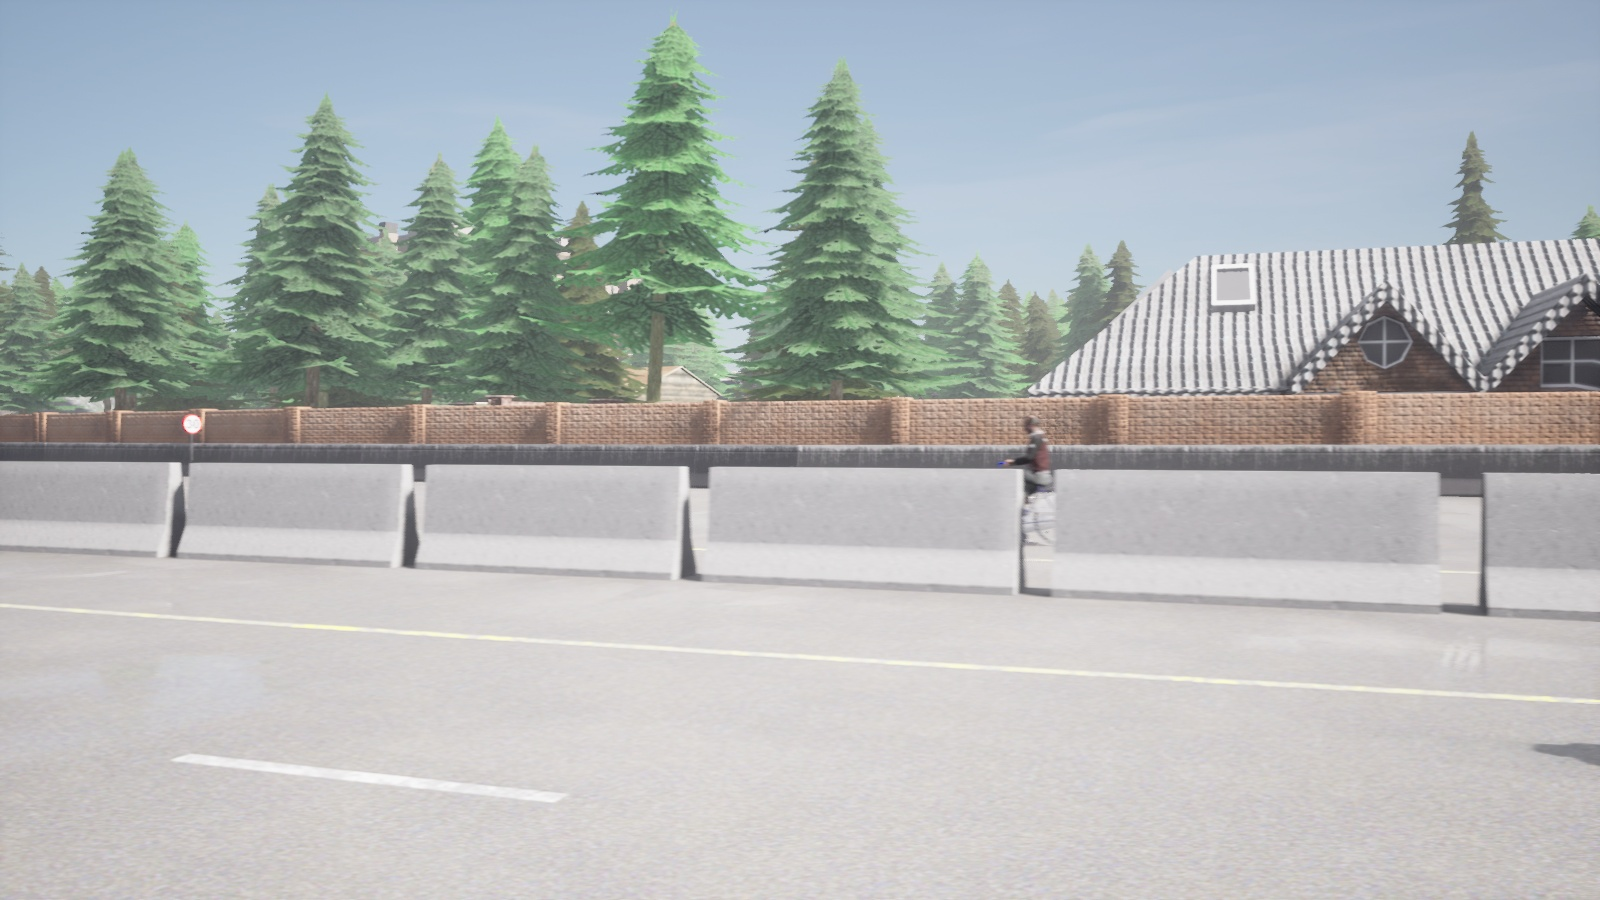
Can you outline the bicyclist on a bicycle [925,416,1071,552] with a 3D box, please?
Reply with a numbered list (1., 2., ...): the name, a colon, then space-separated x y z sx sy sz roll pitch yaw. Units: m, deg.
1. bicyclist on a bicycle: 2.690 0.440 17.068 1.843 1.776 0.659 1 1 19
